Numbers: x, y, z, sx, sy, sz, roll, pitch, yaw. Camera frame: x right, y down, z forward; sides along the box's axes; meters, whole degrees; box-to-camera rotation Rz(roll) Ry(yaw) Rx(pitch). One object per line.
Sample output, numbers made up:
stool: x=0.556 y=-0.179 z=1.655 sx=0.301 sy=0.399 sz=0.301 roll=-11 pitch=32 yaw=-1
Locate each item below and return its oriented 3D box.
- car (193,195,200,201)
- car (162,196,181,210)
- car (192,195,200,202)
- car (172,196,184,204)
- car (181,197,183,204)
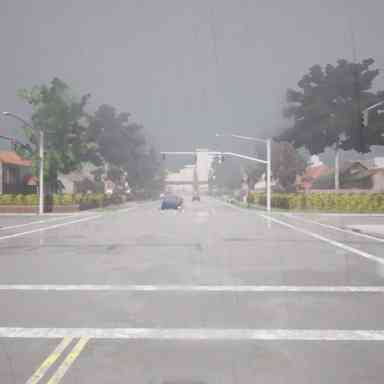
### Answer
car: x=1.082 y=1.514 z=89.442 sx=1.812 sy=1.442 sz=4.674 roll=0 pitch=0 yaw=0
car: x=-2.847 y=1.478 z=43.235 sx=1.882 sy=1.535 sz=5.008 roll=0 pitch=0 yaw=0
car: x=1.008 y=1.500 z=79.044 sx=1.837 sy=1.490 sz=4.892 roll=0 pitch=0 yaw=0
car: x=-2.660 y=1.548 z=63.555 sx=2.033 sy=1.411 sz=5.357 roll=0 pitch=0 yaw=1
car: x=-2.775 y=1.352 z=52.587 sx=2.097 sy=1.767 sz=4.553 roll=0 pitch=0 yaw=0
